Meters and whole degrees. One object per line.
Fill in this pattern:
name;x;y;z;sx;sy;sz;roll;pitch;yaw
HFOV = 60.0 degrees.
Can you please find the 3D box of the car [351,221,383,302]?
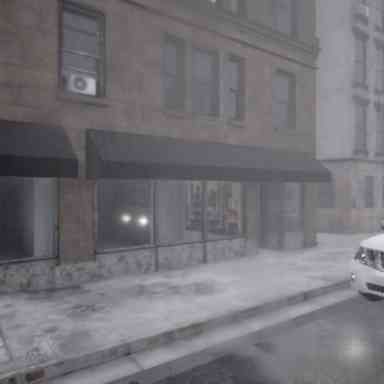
car;5.738;1.222;7.195;5.566;2.045;2.150;0;0;-36
